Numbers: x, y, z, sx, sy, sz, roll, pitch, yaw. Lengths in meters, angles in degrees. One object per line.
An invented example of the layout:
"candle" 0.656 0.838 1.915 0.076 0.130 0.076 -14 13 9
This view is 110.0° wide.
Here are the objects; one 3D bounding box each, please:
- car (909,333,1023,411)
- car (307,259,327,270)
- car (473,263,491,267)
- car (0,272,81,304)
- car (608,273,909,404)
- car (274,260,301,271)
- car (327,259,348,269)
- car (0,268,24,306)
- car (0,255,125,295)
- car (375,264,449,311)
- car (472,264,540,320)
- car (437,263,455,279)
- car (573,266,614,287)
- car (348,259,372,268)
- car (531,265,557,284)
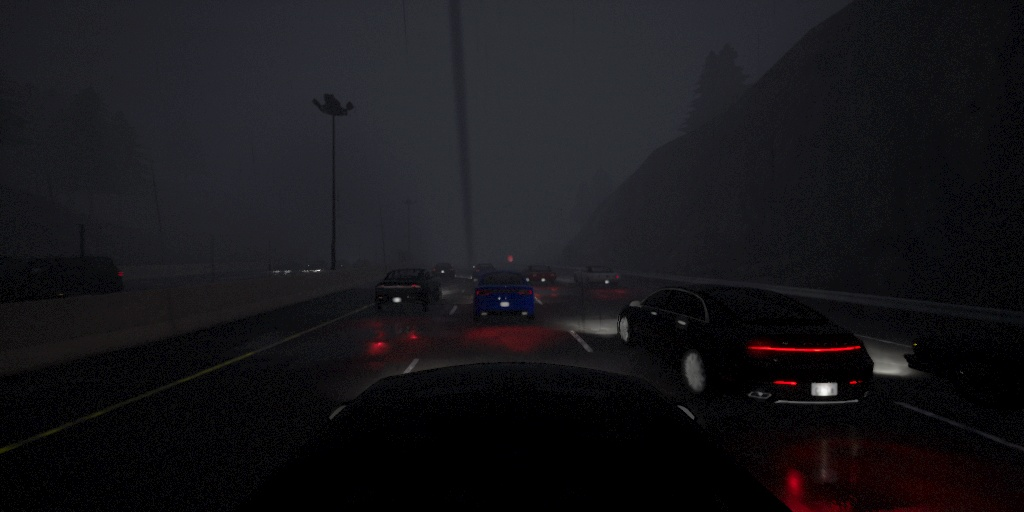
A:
"car" 7.038 1.280 3.038 2.033 1.411 5.357 0 0 -1
"car" -28.681 1.261 53.069 1.837 1.490 4.892 0 0 -12
"car" -2.310 1.287 30.325 1.994 1.385 4.181 0 0 -9
"car" -14.362 1.299 8.928 1.812 1.442 4.674 0 0 -3
"car" 3.427 1.242 6.436 1.837 1.490 4.892 0 0 -2
"car" -31.777 1.313 50.939 2.033 1.411 5.357 0 0 -12
"car" -24.881 1.254 52.116 1.837 1.490 4.892 0 0 -13
"car" -21.585 1.263 12.754 1.882 1.535 5.008 0 0 -5
"car" -18.115 0.997 13.511 2.150 2.045 5.566 0 0 -4
"car" -3.973 1.236 14.314 2.128 1.511 4.902 0 0 -4
"car" -0.356 1.216 12.678 1.882 1.535 5.008 0 0 -3
"car" -6.198 1.294 32.338 1.994 1.385 4.181 0 0 -10
"car" 5.608 1.313 24.376 1.895 1.301 4.718 0 0 -7
"car" -20.754 1.234 49.735 2.128 1.511 4.902 0 0 -13
"car" 1.830 1.320 26.361 1.895 1.301 4.718 0 0 -7
